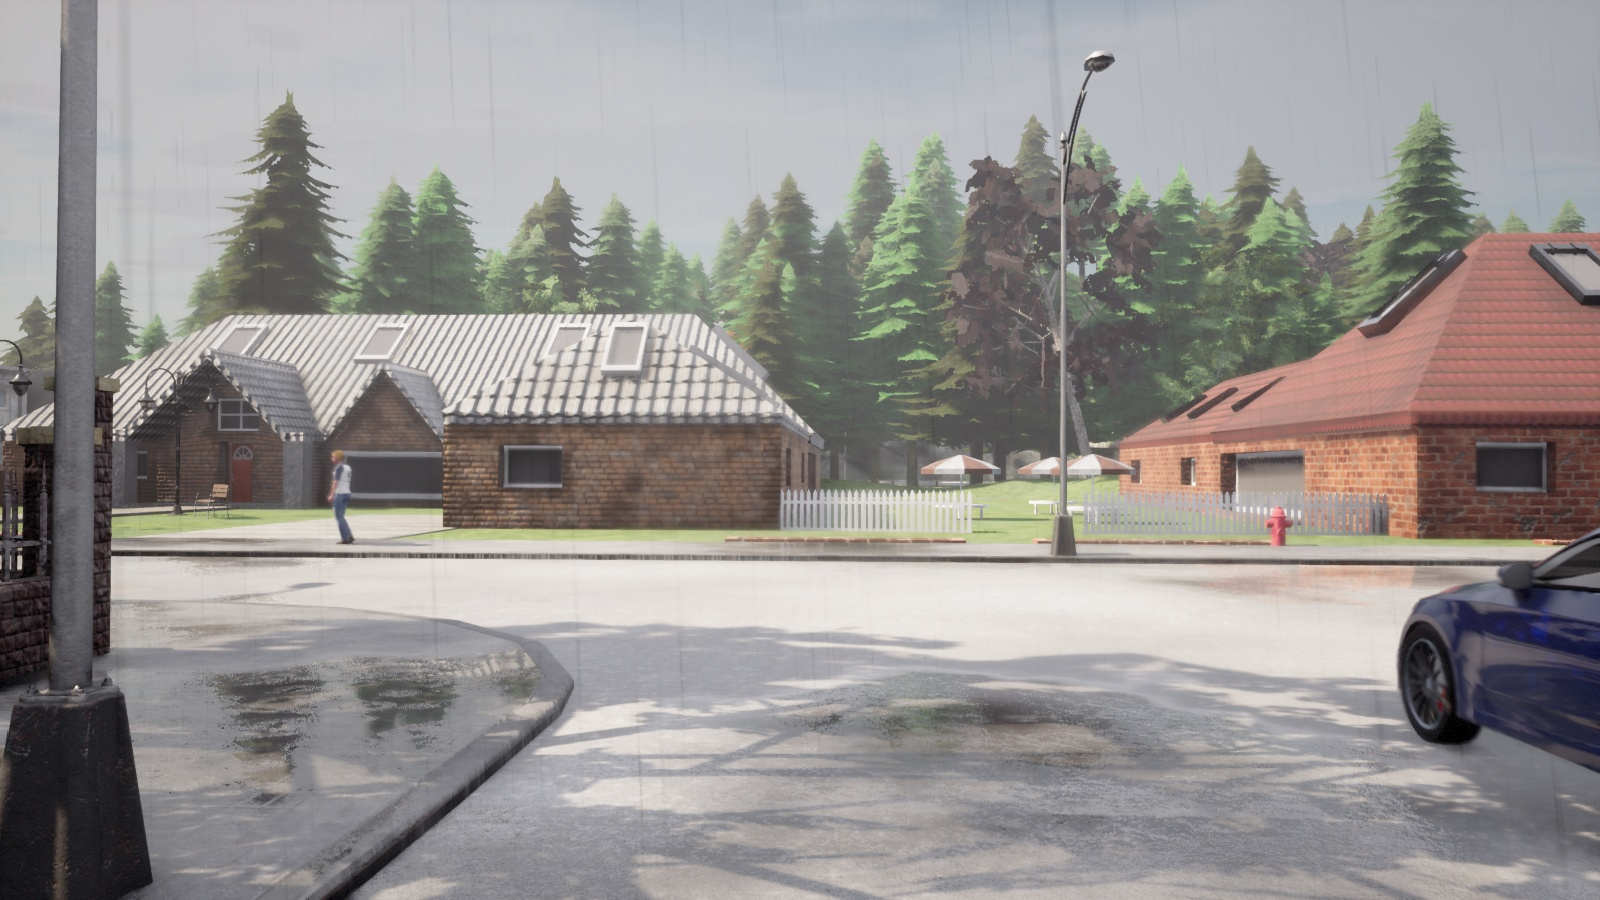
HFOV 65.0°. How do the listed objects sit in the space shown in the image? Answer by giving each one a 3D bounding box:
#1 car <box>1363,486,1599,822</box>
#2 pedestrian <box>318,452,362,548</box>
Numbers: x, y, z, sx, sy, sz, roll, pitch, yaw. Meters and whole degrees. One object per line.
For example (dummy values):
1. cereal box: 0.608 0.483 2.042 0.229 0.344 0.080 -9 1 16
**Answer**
1. car: 4.442 0.919 5.736 1.812 1.442 4.674 0 -1 3
2. pedestrian: -8.851 0.960 24.176 0.706 1.836 0.354 0 -1 2
